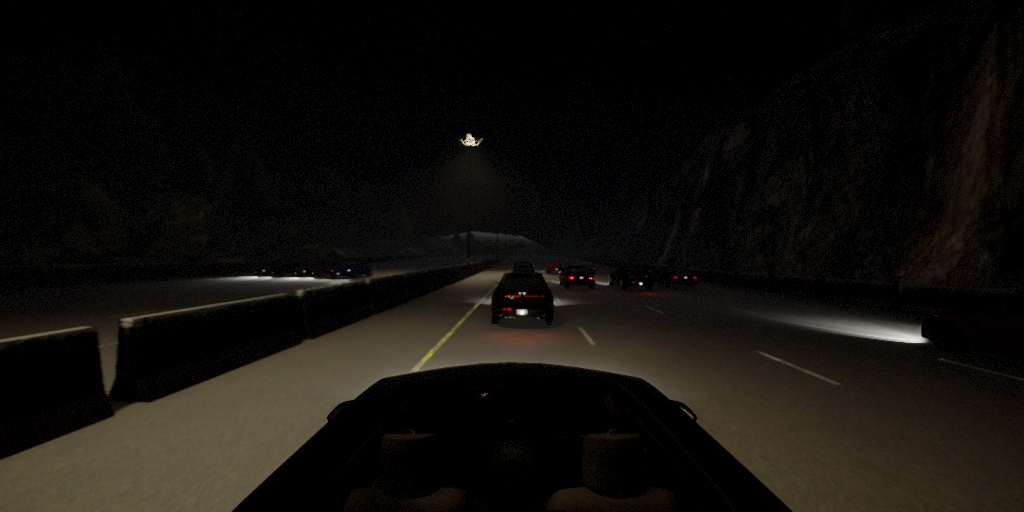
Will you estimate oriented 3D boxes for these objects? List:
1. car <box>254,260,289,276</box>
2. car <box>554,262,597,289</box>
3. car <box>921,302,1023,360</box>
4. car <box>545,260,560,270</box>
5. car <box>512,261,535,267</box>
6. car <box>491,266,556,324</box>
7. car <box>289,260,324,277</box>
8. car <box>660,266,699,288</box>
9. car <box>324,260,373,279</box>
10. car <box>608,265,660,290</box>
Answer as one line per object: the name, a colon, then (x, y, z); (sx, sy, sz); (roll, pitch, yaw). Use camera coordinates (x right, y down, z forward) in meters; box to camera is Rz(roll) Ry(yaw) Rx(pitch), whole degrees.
car: (-20.137, 1.003, 31.170); (1.994, 1.385, 4.181); (1, 0, 2)
car: (4.245, 1.351, 23.955); (2.033, 1.411, 5.357); (1, 0, 2)
car: (10.684, 1.476, 6.731); (1.994, 1.385, 4.181); (1, 0, 2)
car: (4.780, 1.218, 40.296); (1.812, 1.442, 4.674); (1, 1, 2)
car: (0.985, 1.197, 31.336); (1.882, 1.535, 5.008); (1, 0, 2)
car: (0.359, 1.282, 12.196); (1.837, 1.490, 4.892); (1, 0, 2)
car: (-16.648, 1.051, 30.839); (1.994, 1.385, 4.181); (1, 0, 2)
car: (11.304, 1.438, 25.663); (2.033, 1.411, 5.357); (1, 0, 2)
car: (-13.193, 1.065, 29.729); (1.812, 1.442, 4.674); (1, 0, 2)
car: (7.737, 1.359, 23.685); (1.837, 1.490, 4.892); (1, 1, 2)
